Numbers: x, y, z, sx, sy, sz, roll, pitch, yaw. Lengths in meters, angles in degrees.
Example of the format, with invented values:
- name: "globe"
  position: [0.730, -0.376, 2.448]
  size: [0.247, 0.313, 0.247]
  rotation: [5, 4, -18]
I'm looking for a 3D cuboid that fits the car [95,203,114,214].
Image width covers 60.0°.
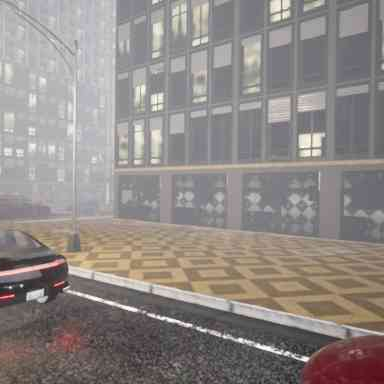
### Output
- name: "car"
  position: [-8.773, 1.824, 39.690]
  size: [1.752, 1.417, 4.829]
  rotation: [1, 0, 36]

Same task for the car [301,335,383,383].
- name: "car"
  position: [2.913, 1.526, 1.619]
  size: [4.674, 1.442, 1.812]
  rotation: [0, 0, 35]

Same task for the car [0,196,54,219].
- name: "car"
  position: [-15.555, 1.513, 30.467]
  size: [2.192, 1.841, 5.009]
  rotation: [1, 0, 36]

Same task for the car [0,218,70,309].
- name: "car"
  position: [-4.575, 1.487, 6.920]
  size: [4.902, 1.511, 2.128]
  rotation: [0, 0, 35]

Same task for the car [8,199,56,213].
- name: "car"
  position: [-19.069, 1.635, 39.836]
  size: [1.752, 1.417, 4.829]
  rotation: [1, 0, 36]

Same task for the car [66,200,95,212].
- name: "car"
  position: [-13.873, 1.762, 42.522]
  size: [1.994, 1.385, 4.181]
  rotation: [1, 0, 36]
